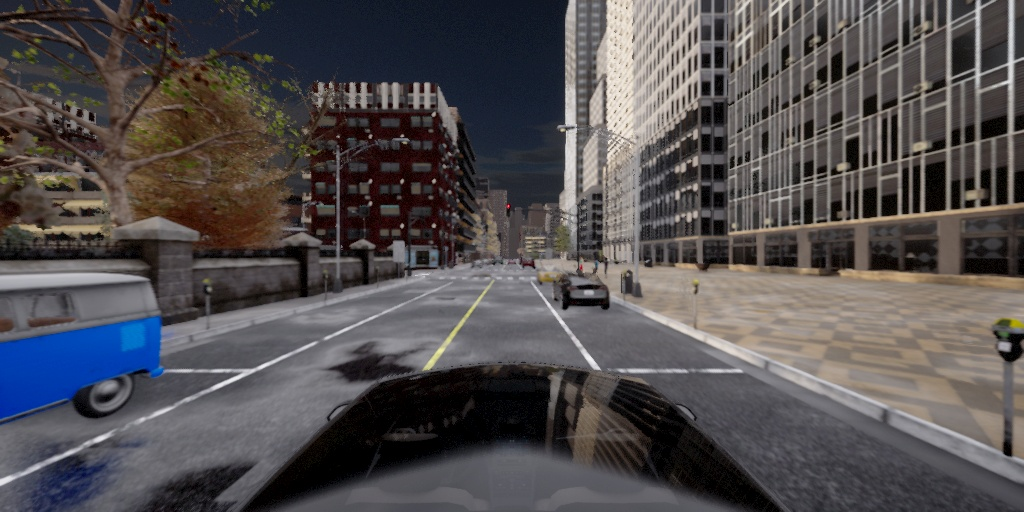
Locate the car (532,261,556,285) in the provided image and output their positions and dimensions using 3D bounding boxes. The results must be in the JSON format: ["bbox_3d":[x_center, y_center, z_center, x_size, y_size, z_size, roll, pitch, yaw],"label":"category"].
[{"bbox_3d":[2.683,1.274,25.994,1.751,1.417,4.829,0,0,0],"label":"car"}]

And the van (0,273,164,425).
[{"bbox_3d":[-5.692,1.090,3.291,1.690,1.789,3.998,0,0,0],"label":"van"}]

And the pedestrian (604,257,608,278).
[{"bbox_3d":[8.128,1.013,31.105,0.375,1.860,0.375,0,0,0],"label":"pedestrian"}]

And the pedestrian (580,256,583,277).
[{"bbox_3d":[6.128,0.892,31.704,0.375,1.860,0.375,0,0,0],"label":"pedestrian"}]

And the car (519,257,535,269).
[{"bbox_3d":[2.677,1.083,58.236,2.192,1.841,5.009,0,0,0],"label":"car"}]

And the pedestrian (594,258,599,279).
[{"bbox_3d":[7.128,1.034,30.505,0.375,1.860,0.375,0,0,0],"label":"pedestrian"}]

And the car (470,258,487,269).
[{"bbox_3d":[-5.703,1.319,58.234,2.007,1.370,4.403,0,0,0],"label":"car"}]

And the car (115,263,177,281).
[{"bbox_3d":[-39.756,1.737,39.047,4.553,1.767,2.097,-1,0,0],"label":"car"}]

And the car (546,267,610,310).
[{"bbox_3d":[2.685,1.313,14.559,1.948,1.339,4.313,0,0,0],"label":"car"}]
